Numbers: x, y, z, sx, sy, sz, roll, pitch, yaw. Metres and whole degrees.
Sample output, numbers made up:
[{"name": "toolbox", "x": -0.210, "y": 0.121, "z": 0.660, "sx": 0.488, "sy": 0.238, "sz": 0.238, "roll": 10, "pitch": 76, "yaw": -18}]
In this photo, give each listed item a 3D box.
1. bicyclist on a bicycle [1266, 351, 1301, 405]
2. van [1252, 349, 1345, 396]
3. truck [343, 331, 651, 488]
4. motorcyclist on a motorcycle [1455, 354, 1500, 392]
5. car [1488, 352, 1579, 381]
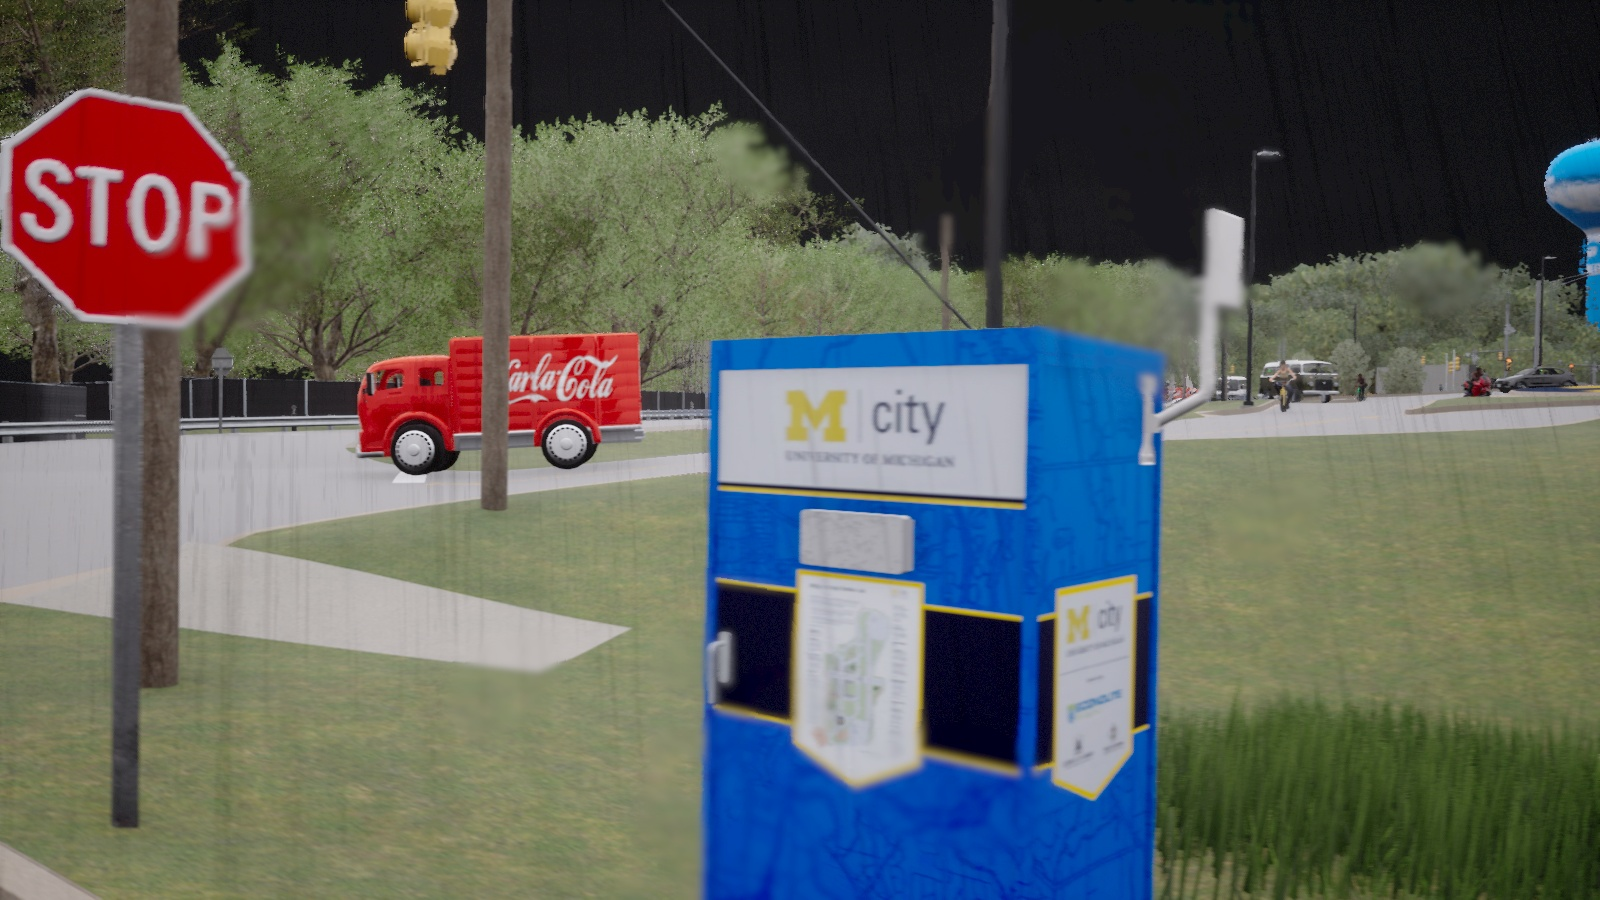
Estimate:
[{"name": "bicyclist on a bicycle", "x": 15.094, "y": -2.244, "z": 39.174, "sx": 0.866, "sy": 1.612, "sz": 1.509, "roll": -1, "pitch": 3, "yaw": 27}, {"name": "van", "x": 23.350, "y": -3.605, "z": 59.017, "sx": 2.069, "sy": 2.038, "sz": 4.480, "roll": 0, "pitch": 1, "yaw": -9}, {"name": "truck", "x": -5.498, "y": -0.759, "z": 23.642, "sx": 5.204, "sy": 2.467, "sz": 2.627, "roll": -4, "pitch": 2, "yaw": -7}, {"name": "motorcyclist on a motorcycle", "x": 27.763, "y": -3.145, "z": 51.487, "sx": 0.797, "sy": 1.523, "sz": 2.044, "roll": -2, "pitch": 3, "yaw": 2}, {"name": "car", "x": 42.342, "y": -4.807, "z": 72.546, "sx": 4.193, "sy": 1.474, "sz": 1.816, "roll": -2, "pitch": 1, "yaw": -1}]
